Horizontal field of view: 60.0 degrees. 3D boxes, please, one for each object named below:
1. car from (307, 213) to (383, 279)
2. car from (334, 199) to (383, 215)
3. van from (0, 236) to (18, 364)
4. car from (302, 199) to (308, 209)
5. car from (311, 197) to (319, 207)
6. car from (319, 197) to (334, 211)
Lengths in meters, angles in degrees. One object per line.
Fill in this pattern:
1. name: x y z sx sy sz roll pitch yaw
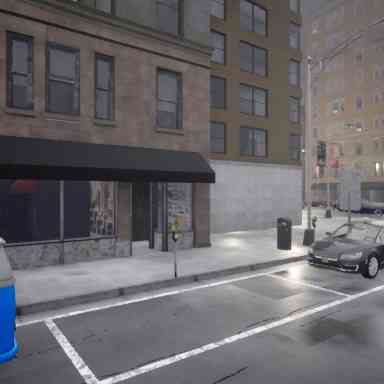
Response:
1. car: 5.252 1.551 9.951 4.403 1.369 2.008 0 0 -36
2. car: 16.193 1.531 31.028 1.895 1.301 4.718 0 0 -36
3. van: -3.958 1.341 3.364 3.998 1.788 1.690 0 0 -36
4. car: 10.514 1.432 38.895 2.033 1.411 5.357 0 0 -36
5. car: 15.881 1.361 42.908 1.882 1.535 5.008 0 1 -36
6. car: 16.838 1.404 36.034 2.128 1.511 4.902 0 0 -36
